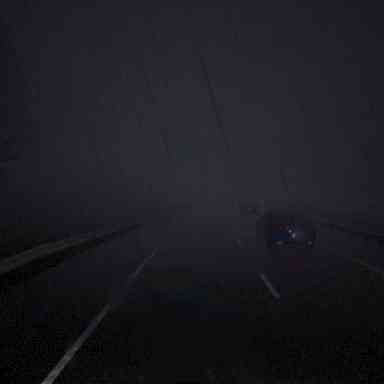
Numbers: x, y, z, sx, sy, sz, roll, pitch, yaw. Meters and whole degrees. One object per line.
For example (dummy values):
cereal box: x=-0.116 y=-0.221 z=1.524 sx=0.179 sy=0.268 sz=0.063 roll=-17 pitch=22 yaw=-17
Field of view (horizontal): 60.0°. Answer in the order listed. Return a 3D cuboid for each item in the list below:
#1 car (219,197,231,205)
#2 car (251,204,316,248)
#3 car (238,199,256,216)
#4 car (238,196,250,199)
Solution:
car: x=6.379 y=1.797 z=64.531 sx=1.837 sy=1.490 sz=4.892 roll=0 pitch=0 yaw=13
car: x=4.120 y=1.550 z=15.309 sx=1.882 sy=1.535 sz=5.008 roll=0 pitch=0 yaw=3
car: x=5.792 y=1.704 z=33.821 sx=2.033 sy=1.411 sz=5.357 roll=0 pitch=0 yaw=7
car: x=12.642 y=1.819 z=83.105 sx=1.812 sy=1.442 sz=4.674 roll=0 pitch=0 yaw=17
